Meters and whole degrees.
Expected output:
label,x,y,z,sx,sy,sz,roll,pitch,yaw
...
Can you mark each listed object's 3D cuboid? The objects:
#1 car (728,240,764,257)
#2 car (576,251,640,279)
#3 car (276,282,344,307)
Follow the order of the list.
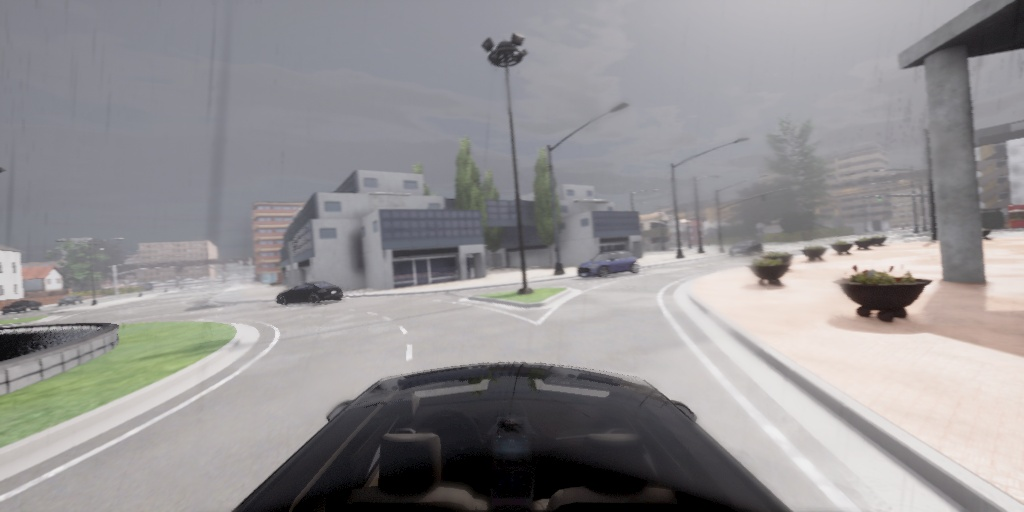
label,x,y,z,sx,sy,sz,roll,pitch,yaw
car,23.842,-0.796,36.539,4.902,1.511,2.128,-5,0,-35
car,6.582,0.523,24.734,4.553,1.767,2.097,-5,0,-30
car,-12.974,2.375,23.018,4.181,1.385,1.994,-5,0,19
